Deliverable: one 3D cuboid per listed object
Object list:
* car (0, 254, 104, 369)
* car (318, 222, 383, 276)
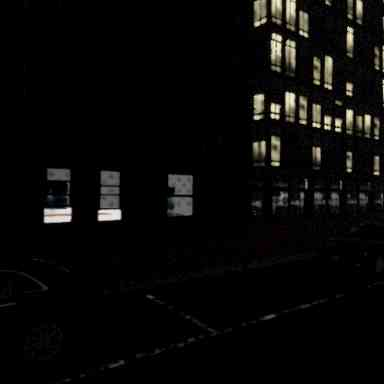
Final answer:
[{"bbox_3d":[-3.357,1.546,4.167,4.403,1.369,2.008,1,0,-35],"label":"car"},{"bbox_3d":[5.927,1.659,10.783,4.507,1.381,1.887,1,0,-35],"label":"car"}]
